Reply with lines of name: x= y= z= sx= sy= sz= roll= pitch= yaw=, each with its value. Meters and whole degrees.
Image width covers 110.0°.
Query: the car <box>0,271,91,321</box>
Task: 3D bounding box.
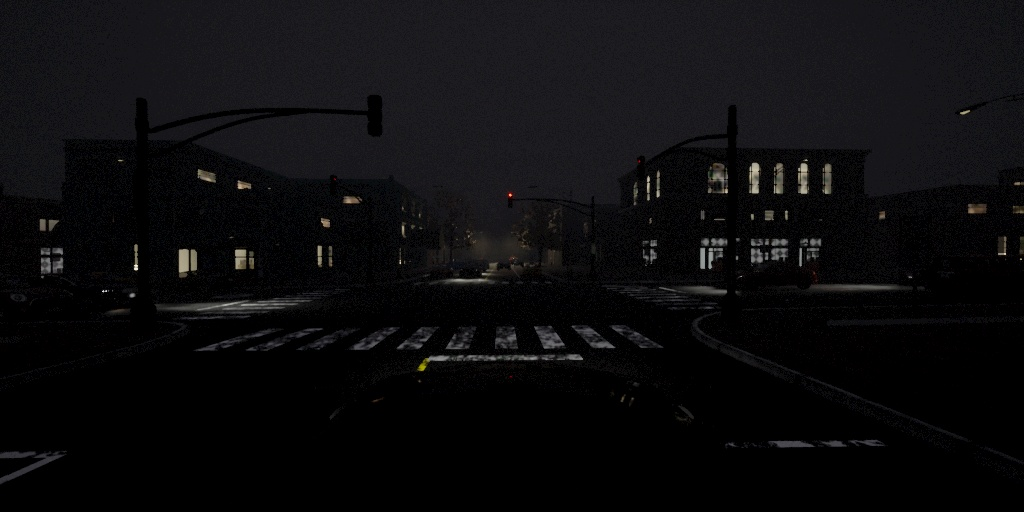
car: x=-18.349 y=1.422 z=12.769 sx=4.097 sy=1.591 sz=1.967 roll=0 pitch=0 yaw=-3

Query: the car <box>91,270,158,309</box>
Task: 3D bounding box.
car: x=-18.778 y=1.455 z=15.303 sx=4.902 sy=1.511 sz=2.128 roll=-1 pitch=1 yaw=-3

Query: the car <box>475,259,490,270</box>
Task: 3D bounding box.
car: x=-4.435 y=1.217 z=54.542 sx=1.882 sy=1.535 sz=5.008 roll=0 pitch=0 yaw=-1

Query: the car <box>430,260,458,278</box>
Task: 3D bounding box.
car: x=-6.499 y=1.326 z=33.614 sx=1.802 sy=1.307 sz=4.207 roll=0 pitch=0 yaw=-1

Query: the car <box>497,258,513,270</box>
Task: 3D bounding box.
car: x=-1.205 y=1.340 z=52.842 sx=1.895 sy=1.301 sz=4.718 roll=0 pitch=0 yaw=-1

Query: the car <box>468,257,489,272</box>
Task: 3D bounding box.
car: x=-4.189 y=1.219 z=44.480 sx=1.882 sy=1.535 sz=5.008 roll=0 pitch=0 yaw=-1

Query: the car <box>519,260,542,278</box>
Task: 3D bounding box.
car: x=1.874 y=1.269 z=33.999 sx=1.751 sy=1.417 sz=4.829 roll=0 pitch=0 yaw=-1

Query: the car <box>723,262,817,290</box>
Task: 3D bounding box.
car: x=14.302 y=1.063 z=19.952 sx=4.674 sy=1.442 sz=1.812 roll=-1 pitch=1 yaw=-2

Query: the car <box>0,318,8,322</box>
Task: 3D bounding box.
car: x=-5.661 y=1.295 z=1.105 sx=1.888 sy=1.381 sz=4.507 roll=0 pitch=0 yaw=-1

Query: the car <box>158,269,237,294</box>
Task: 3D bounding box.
car: x=-18.683 y=1.474 z=21.109 sx=4.313 sy=1.339 sz=1.948 roll=0 pitch=0 yaw=-2

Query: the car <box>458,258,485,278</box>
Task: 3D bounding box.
car: x=-3.928 y=1.221 z=34.440 sx=1.882 sy=1.535 sz=5.008 roll=0 pitch=0 yaw=-2

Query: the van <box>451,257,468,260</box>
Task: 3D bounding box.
van: x=-6.785 y=1.082 z=44.702 sx=1.690 sy=1.789 sz=3.998 roll=0 pitch=0 yaw=-1

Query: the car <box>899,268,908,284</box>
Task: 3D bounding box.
car: x=25.007 y=0.901 z=20.419 sx=4.902 sy=1.511 sz=2.128 roll=-1 pitch=1 yaw=-2

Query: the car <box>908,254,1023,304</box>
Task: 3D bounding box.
car: x=19.639 y=0.843 z=14.395 sx=5.009 sy=1.841 sz=2.192 roll=0 pitch=0 yaw=-3

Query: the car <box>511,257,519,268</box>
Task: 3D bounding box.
car: x=1.164 y=1.288 z=61.552 sx=2.007 sy=1.370 sz=4.403 roll=0 pitch=0 yaw=-1
